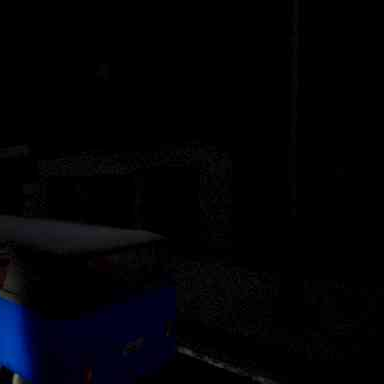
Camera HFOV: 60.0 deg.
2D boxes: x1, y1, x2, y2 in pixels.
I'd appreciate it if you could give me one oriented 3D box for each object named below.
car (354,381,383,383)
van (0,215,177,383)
[{"bbox_3d":[2.428,1.607,1.091,4.206,1.307,1.802,1,1,36],"label":"car"},{"bbox_3d":[-2.076,1.271,4.400,3.998,1.788,1.690,1,1,36],"label":"van"}]
